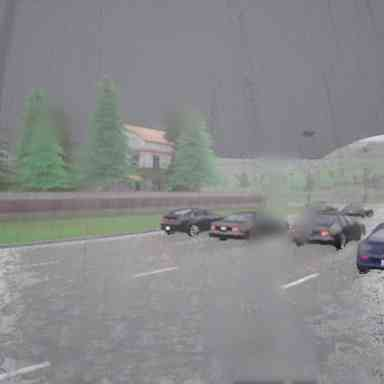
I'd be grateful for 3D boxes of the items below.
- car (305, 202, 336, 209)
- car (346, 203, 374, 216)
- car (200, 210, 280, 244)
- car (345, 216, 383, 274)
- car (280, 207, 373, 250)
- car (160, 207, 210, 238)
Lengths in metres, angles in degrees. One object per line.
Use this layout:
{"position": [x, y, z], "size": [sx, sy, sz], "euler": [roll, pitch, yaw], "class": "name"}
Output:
{"position": [13.045, 1.699, 33.434], "size": [2.033, 1.411, 5.357], "euler": [-1, -1, 41], "class": "car"}
{"position": [15.381, 1.678, 30.797], "size": [1.994, 1.385, 4.181], "euler": [-1, -1, 41], "class": "car"}
{"position": [3.009, 1.652, 16.477], "size": [2.033, 1.411, 5.357], "euler": [-1, -1, 40], "class": "car"}
{"position": [6.286, 1.555, 9.726], "size": [1.812, 1.442, 4.674], "euler": [-1, 0, 43], "class": "car"}
{"position": [6.135, 1.614, 14.750], "size": [2.033, 1.411, 5.357], "euler": [-1, -1, 40], "class": "car"}
{"position": [0.376, 1.645, 18.950], "size": [1.837, 1.490, 4.892], "euler": [-1, -1, 42], "class": "car"}
